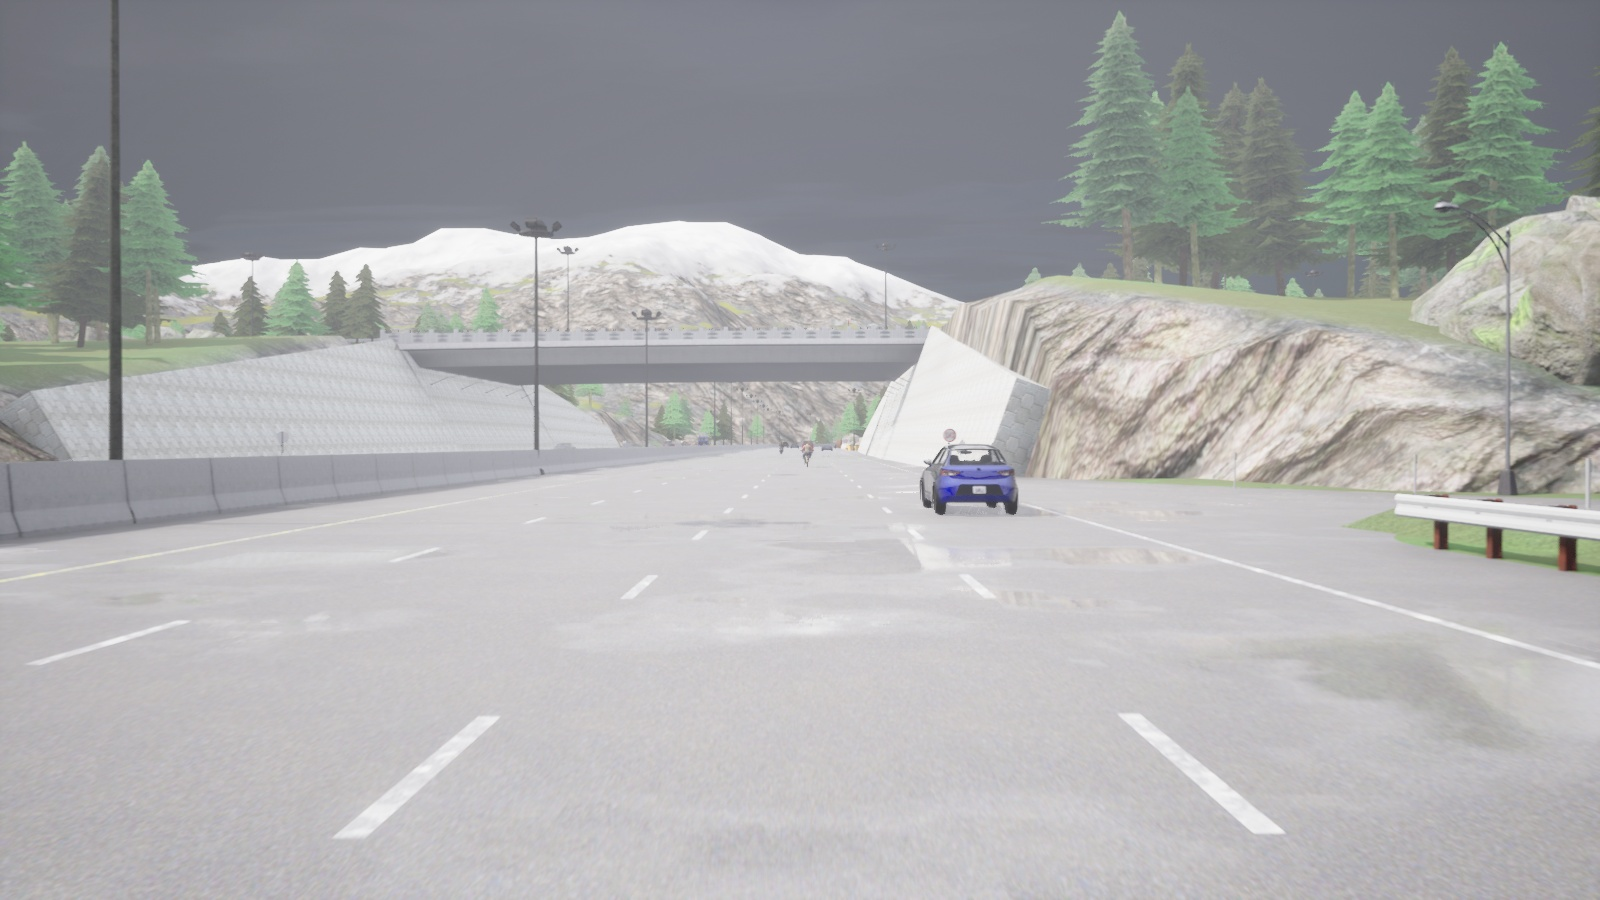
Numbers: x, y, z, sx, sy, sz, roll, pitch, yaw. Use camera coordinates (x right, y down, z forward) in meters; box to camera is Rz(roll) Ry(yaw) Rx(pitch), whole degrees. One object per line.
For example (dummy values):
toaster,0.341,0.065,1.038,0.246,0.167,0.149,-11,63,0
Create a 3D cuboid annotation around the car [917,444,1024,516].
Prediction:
car,3.673,0.607,27.753,1.816,1.474,4.193,0,0,0
